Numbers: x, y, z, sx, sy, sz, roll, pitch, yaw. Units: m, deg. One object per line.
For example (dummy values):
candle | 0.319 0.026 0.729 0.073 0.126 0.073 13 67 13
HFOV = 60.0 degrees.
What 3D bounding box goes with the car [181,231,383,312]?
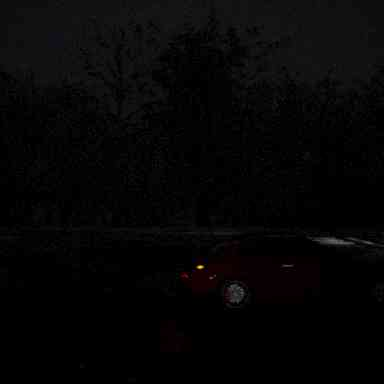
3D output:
car | 2.110 1.609 7.293 4.674 1.442 1.812 0 -1 -1
